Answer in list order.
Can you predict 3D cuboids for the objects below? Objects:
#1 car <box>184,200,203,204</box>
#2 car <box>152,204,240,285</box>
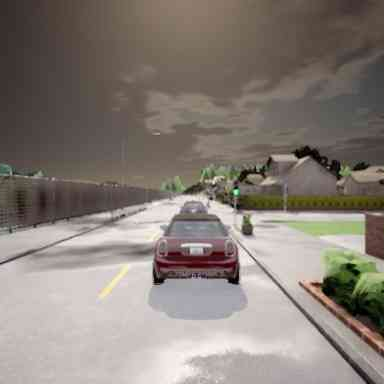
[{"bbox_3d":[0.111,1.446,25.579,2.097,1.767,4.553,0,0,0],"label":"car"},{"bbox_3d":[0.102,1.388,9.793,2.097,1.767,4.553,0,0,0],"label":"car"}]
